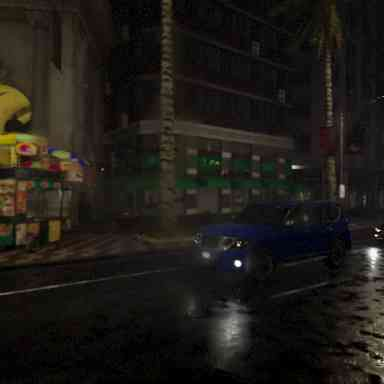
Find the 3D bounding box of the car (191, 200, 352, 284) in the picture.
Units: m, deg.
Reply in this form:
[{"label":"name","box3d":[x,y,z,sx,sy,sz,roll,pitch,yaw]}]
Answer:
[{"label":"car","box3d":[2.624,1.295,10.151,5.566,2.045,2.150,1,0,-35]}]

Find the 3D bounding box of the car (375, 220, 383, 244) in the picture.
[{"label":"car","box3d":[10.548,1.670,15.728,4.892,1.490,1.837,1,0,-35]}]
